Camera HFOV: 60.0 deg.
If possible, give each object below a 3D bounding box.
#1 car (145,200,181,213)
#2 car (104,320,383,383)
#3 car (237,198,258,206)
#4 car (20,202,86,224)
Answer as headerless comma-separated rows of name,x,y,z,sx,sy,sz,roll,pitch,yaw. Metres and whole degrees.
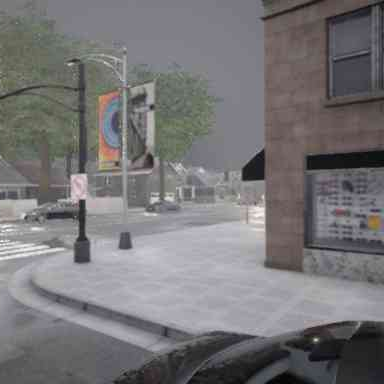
car,-3.070,1.504,35.704,1.994,1.385,4.181,0,0,35
car,1.166,1.566,1.982,4.313,1.339,1.947,0,0,35
car,8.674,1.397,52.107,1.994,1.385,4.181,0,0,36
car,-10.449,1.504,25.315,2.128,1.511,4.902,0,0,35
